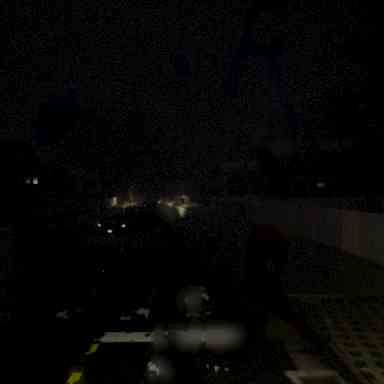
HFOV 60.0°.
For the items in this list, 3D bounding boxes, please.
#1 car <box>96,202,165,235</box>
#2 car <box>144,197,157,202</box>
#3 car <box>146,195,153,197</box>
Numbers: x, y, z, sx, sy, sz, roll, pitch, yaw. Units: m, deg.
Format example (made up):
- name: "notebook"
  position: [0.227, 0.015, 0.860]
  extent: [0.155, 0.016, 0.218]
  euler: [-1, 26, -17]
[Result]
- name: "car"
  position: [-3.285, 1.561, 19.053]
  extent: [2.033, 1.411, 5.357]
  euler: [0, 0, 17]
- name: "car"
  position: [-5.077, 1.636, 41.476]
  extent: [1.895, 1.301, 4.718]
  euler: [0, 0, -6]
- name: "car"
  position: [-8.525, 1.449, 66.654]
  extent: [2.097, 1.767, 4.553]
  euler: [0, 0, -9]
